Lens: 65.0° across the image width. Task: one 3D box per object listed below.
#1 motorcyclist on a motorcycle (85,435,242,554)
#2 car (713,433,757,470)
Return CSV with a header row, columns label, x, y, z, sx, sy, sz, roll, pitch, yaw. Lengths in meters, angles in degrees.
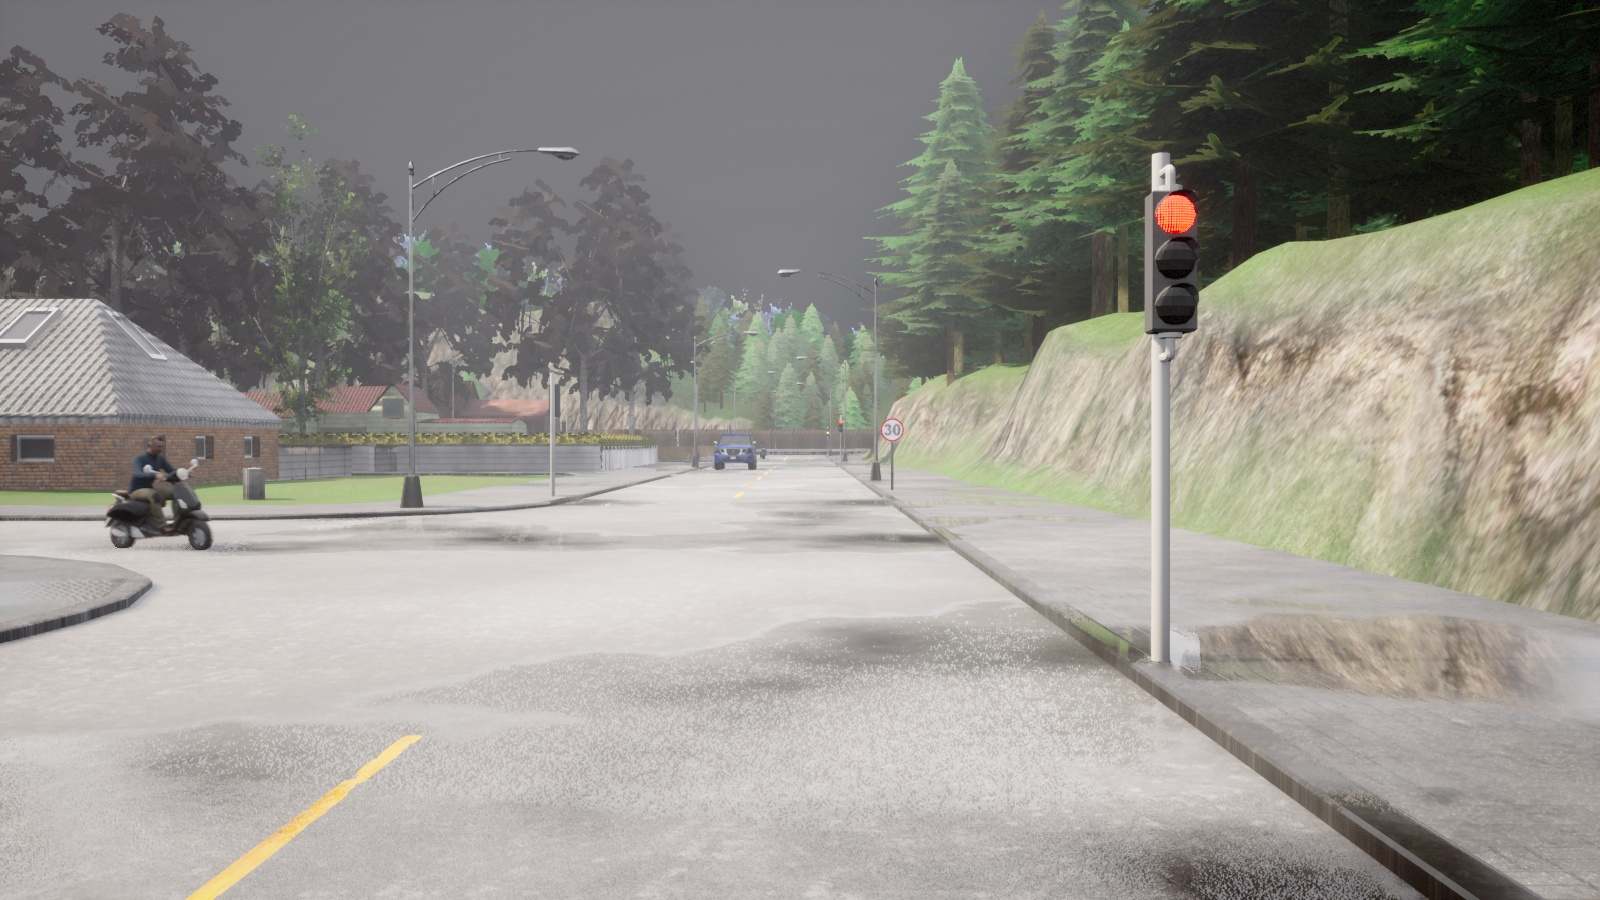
label,x,y,z,sx,sy,sz,roll,pitch,yaw
motorcyclist on a motorcycle,-8.895,0.594,17.561,1.817,1.590,0.866,0,2,16
car,-3.587,0.065,70.449,2.150,2.045,5.566,0,0,0
